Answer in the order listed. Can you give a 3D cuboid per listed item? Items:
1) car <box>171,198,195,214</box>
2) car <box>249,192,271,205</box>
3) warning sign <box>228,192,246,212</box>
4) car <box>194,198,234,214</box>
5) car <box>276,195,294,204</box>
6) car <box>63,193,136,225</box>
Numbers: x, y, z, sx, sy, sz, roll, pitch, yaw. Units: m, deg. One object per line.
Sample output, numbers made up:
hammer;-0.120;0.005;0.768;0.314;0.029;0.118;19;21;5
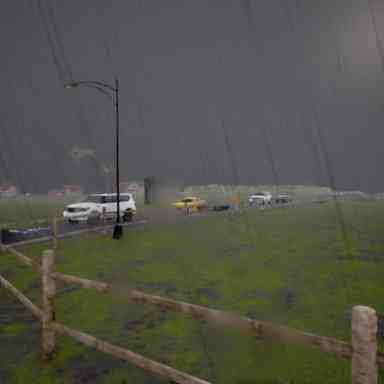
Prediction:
car;-0.209;1.318;34.002;1.882;1.535;5.008;0;1;31
car;10.755;0.969;52.241;2.150;2.045;5.566;0;0;31
warning sign;4.207;0.936;31.075;1.300;1.860;1.060;-1;0;31
car;2.460;1.428;32.748;1.895;1.301;4.718;0;0;31
car;15.262;1.200;54.253;1.882;1.535;5.008;0;0;31
car;-6.356;1.126;23.682;2.150;2.045;5.566;0;0;31
